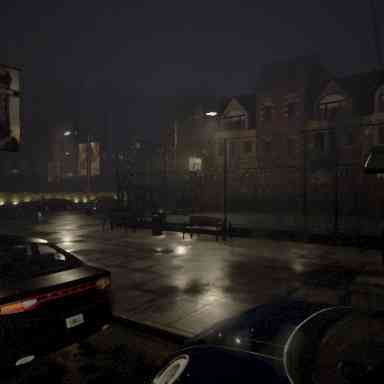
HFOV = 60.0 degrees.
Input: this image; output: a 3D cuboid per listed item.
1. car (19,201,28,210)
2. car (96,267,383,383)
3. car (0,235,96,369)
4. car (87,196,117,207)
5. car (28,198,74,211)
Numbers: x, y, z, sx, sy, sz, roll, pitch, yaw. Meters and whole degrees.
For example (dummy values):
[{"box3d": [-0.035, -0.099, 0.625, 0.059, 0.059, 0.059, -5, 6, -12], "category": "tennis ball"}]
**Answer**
[{"box3d": [-19.407, 1.490, 42.271, 2.128, 1.511, 4.902, 0, 0, 35], "category": "car"}, {"box3d": [1.810, 1.354, 2.012, 4.553, 1.767, 2.185, 0, 0, 35], "category": "car"}, {"box3d": [-3.500, 1.480, 5.633, 5.008, 1.535, 2.097, 0, 0, 35], "category": "car"}, {"box3d": [-13.590, 1.351, 50.544, 2.097, 1.767, 4.553, 0, 0, 35], "category": "car"}, {"box3d": [-16.619, 1.504, 40.149, 1.837, 1.490, 4.892, 0, 0, 35], "category": "car"}]
